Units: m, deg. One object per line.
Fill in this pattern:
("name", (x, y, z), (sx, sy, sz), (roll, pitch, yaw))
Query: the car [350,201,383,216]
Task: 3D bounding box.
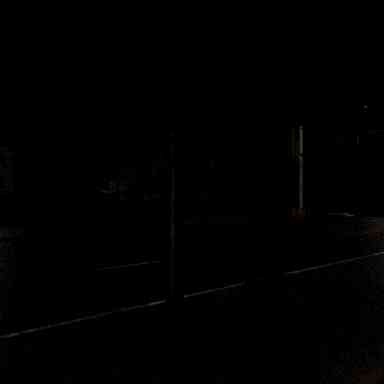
("car", (17.211, 1.562, 31.278), (1.994, 1.385, 4.181), (0, 0, -37))
